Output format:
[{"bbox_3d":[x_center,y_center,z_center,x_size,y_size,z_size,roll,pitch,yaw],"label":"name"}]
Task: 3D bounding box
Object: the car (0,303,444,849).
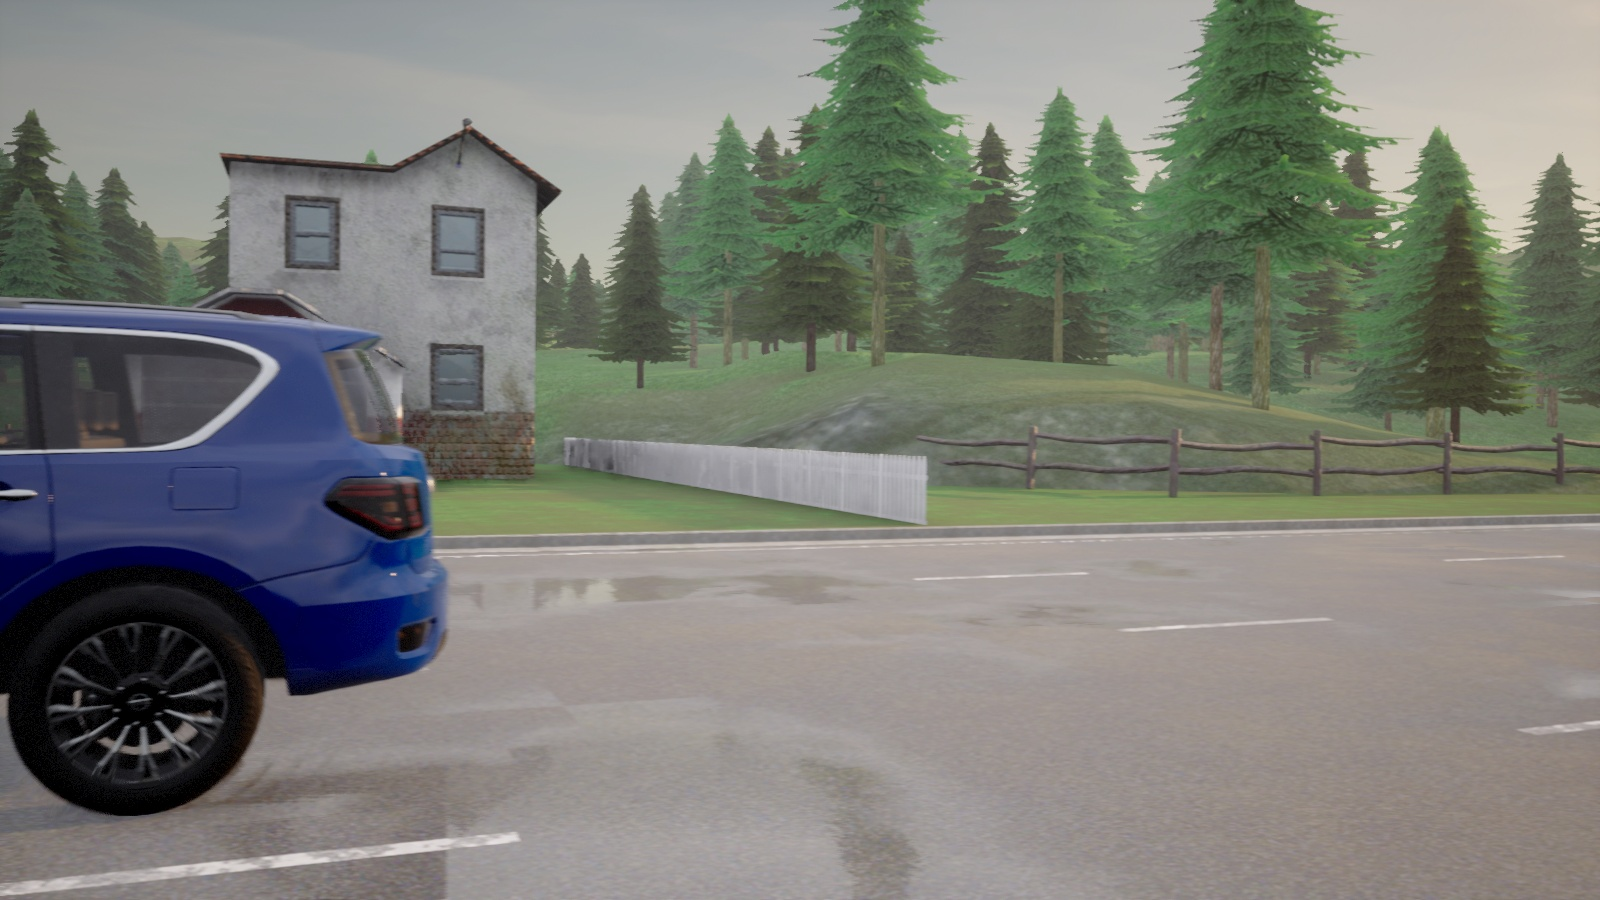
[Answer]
[{"bbox_3d":[-4.488,0.479,5.275,5.566,2.045,2.150,-1,1,-21],"label":"car"}]
